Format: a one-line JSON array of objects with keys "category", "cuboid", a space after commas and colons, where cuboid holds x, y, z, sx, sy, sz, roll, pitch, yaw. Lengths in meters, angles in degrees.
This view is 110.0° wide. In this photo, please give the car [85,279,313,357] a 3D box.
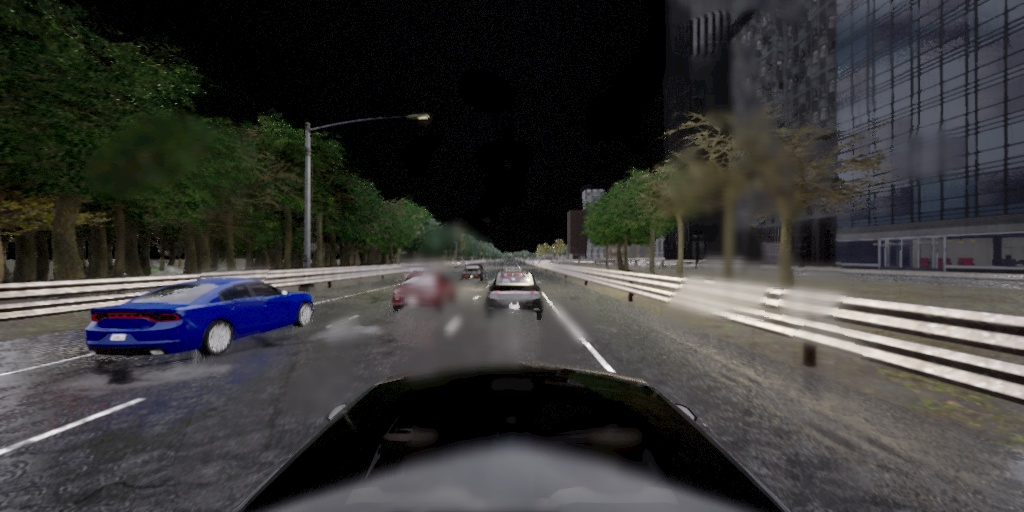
[{"category": "car", "cuboid": [-6.913, 1.289, 8.780, 1.882, 1.535, 5.008, 0, 0, 0]}]

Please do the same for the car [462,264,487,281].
[{"category": "car", "cuboid": [-3.400, 1.512, 32.677, 1.837, 1.490, 4.892, 0, 0, 0]}]

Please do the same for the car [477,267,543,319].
[{"category": "car", "cuboid": [0.094, 1.343, 13.263, 2.128, 1.511, 4.902, 0, 0, 0]}]

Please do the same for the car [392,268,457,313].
[{"category": "car", "cuboid": [-3.404, 1.386, 14.546, 1.812, 1.442, 4.674, 0, 0, 0]}]

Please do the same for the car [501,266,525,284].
[{"category": "car", "cuboid": [0.099, 1.595, 31.036, 1.895, 1.301, 4.718, 0, 0, 0]}]
